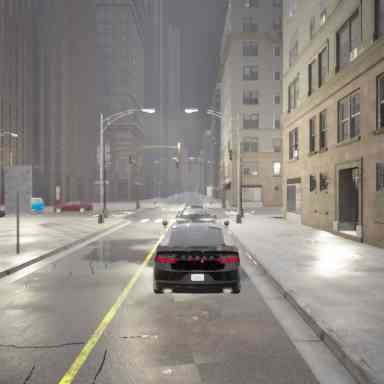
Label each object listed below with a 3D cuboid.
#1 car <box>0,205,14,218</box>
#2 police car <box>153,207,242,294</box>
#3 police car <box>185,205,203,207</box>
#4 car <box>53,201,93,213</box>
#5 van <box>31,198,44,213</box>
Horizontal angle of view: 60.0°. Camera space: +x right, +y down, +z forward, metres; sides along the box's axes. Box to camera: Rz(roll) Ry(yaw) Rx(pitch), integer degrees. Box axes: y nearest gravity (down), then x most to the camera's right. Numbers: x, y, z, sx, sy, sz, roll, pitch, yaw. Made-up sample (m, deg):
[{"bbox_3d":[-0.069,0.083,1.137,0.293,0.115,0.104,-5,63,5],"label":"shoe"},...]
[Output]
[{"bbox_3d":[-19.600,1.523,30.620,5.009,1.841,2.192,-1,0,0],"label":"car"},{"bbox_3d":[0.110,1.427,8.938,1.930,1.638,5.238,0,0,0],"label":"police car"},{"bbox_3d":[0.127,1.510,18.543,2.038,1.542,4.974,0,0,0],"label":"police car"},{"bbox_3d":[-13.943,1.726,39.120,4.507,1.381,1.887,-1,0,0],"label":"car"},{"bbox_3d":[-19.570,1.590,39.145,3.998,1.788,1.690,-1,0,0],"label":"van"}]
